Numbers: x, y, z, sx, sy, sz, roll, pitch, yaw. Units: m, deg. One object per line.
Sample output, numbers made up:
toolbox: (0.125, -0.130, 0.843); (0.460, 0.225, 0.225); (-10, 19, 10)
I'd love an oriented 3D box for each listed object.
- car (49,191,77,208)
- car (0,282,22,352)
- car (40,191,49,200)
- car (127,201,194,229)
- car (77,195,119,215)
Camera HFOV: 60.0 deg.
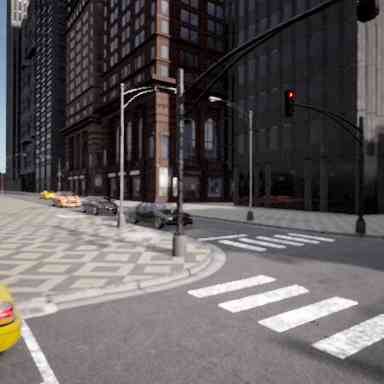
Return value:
car: (-13.658, 0.732, 36.185); (2.097, 1.767, 4.553); (0, 1, -35)
car: (-4.501, 1.515, 3.440); (4.829, 1.417, 1.752); (0, 0, -35)
car: (-24.610, 0.488, 56.886); (1.882, 1.535, 5.008); (0, 1, -35)
car: (-2.103, 1.289, 20.098); (2.033, 1.411, 5.357); (0, 1, -36)
car: (-7.814, 1.064, 28.045); (1.837, 1.490, 4.892); (0, 1, -36)
